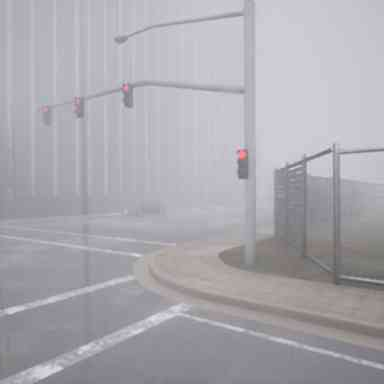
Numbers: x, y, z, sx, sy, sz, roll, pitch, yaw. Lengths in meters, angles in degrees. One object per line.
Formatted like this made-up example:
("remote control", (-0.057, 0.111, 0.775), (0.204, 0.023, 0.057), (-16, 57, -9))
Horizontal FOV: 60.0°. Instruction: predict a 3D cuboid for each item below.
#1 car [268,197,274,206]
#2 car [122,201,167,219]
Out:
("car", (14.857, 1.417, 57.456), (2.097, 1.767, 4.553), (0, 0, 36))
("car", (-4.305, 1.559, 30.640), (2.128, 1.511, 4.902), (0, 0, 36))
